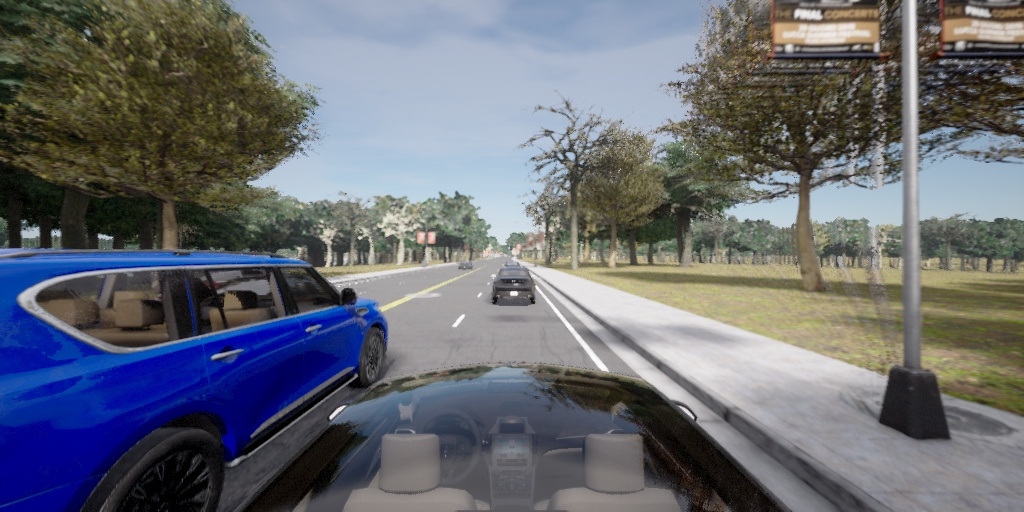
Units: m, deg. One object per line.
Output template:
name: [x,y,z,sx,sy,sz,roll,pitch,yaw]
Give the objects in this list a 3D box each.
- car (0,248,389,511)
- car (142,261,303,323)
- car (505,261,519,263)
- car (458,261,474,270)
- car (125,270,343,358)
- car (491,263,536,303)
car: [-3.152,0.972,3.717,2.150,2.045,5.566,0,0,0]
car: [-9.863,1.103,12.841,2.097,1.767,4.553,0,0,0]
car: [-0.009,1.249,35.440,2.128,1.511,4.902,0,0,0]
car: [-6.744,1.383,52.725,1.994,1.385,4.181,0,0,-1]
car: [-6.608,1.228,9.501,1.882,1.535,5.008,0,0,0]
car: [0.076,1.256,16.718,1.837,1.490,4.892,0,0,0]
